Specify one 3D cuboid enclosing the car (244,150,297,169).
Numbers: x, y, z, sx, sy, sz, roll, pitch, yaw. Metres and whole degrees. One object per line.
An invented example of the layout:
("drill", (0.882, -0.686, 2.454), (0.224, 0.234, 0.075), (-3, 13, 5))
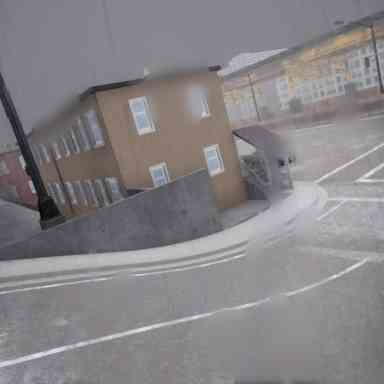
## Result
("car", (6.402, -2.812, 27.793), (1.837, 1.490, 4.892), (-23, 14, -32))
